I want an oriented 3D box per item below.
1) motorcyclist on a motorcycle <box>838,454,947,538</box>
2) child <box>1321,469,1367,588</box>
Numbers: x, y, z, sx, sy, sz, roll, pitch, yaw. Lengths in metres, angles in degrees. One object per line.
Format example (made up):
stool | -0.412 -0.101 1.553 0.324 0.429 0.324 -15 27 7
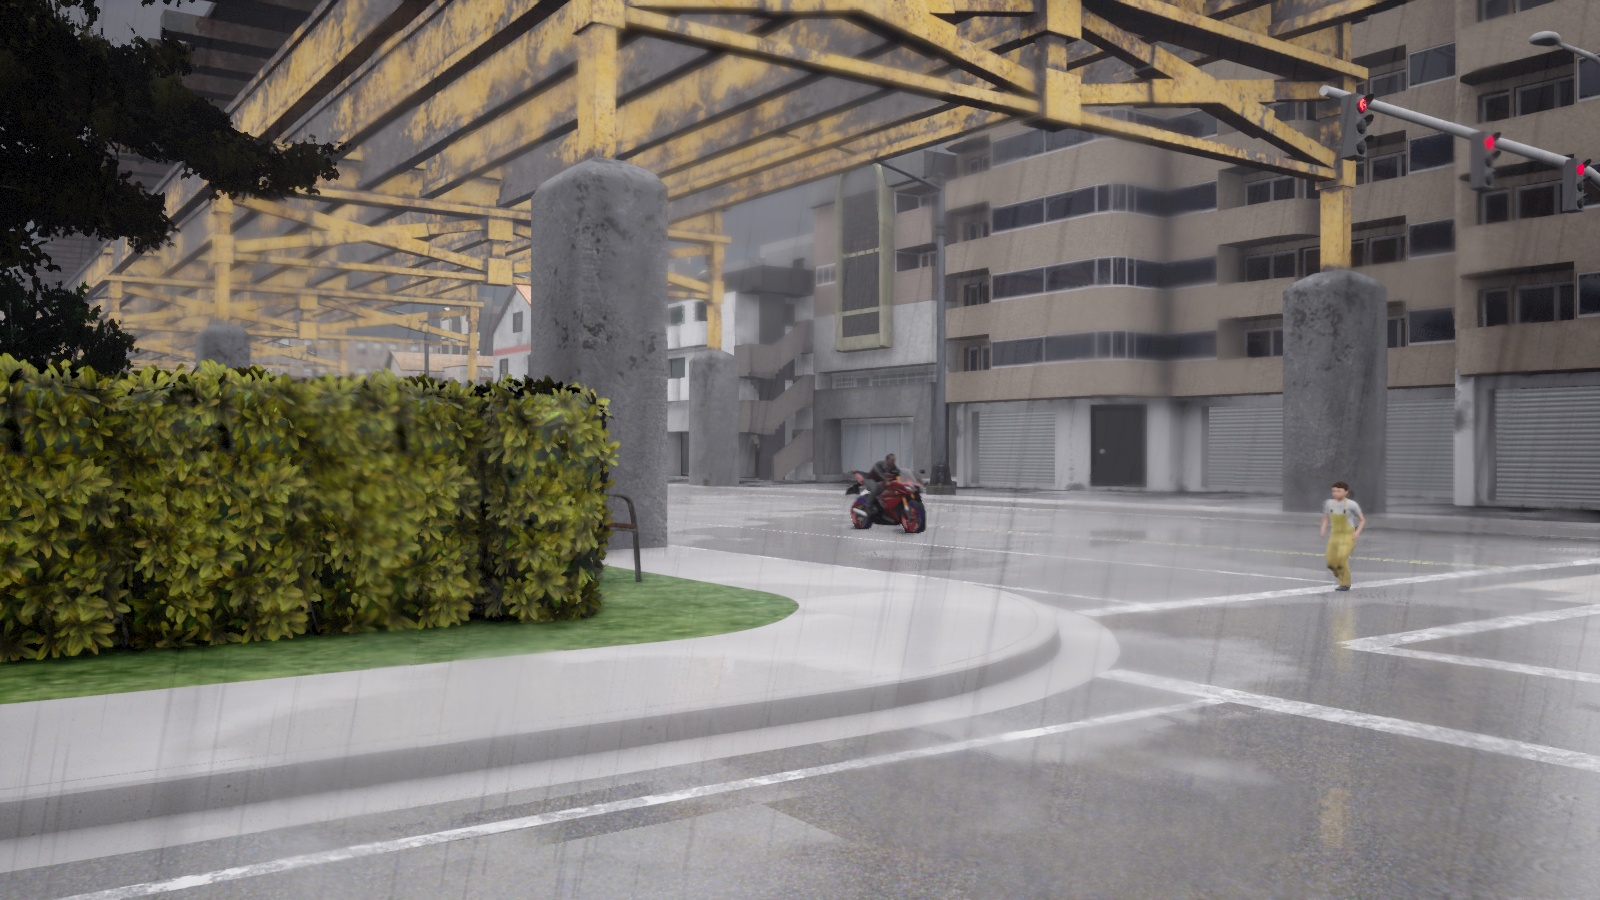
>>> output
motorcyclist on a motorcycle | 1.721 0.834 23.827 0.866 1.530 2.191 0 0 -35
child | 5.923 0.841 13.673 0.437 1.263 0.270 0 0 -36
